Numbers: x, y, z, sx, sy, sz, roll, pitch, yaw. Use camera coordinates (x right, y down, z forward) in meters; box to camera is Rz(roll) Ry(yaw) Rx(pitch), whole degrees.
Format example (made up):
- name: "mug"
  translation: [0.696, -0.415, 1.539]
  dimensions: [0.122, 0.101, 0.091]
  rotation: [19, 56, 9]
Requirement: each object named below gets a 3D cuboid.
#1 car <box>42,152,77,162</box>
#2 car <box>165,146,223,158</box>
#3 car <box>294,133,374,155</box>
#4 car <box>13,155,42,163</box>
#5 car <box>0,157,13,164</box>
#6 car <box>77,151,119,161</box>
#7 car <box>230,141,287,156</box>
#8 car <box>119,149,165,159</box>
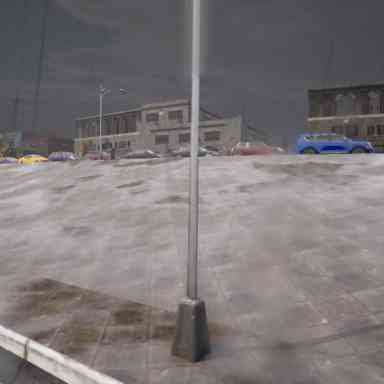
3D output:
- name: "car"
  translation: [-14.278, -3.792, 37.737]
  dimensions: [4.553, 1.767, 2.185]
  rotation: [1, 1, 30]
- name: "car"
  translation: [0.443, -3.358, 29.932]
  dimensions: [4.892, 1.521, 2.231]
  rotation: [1, 1, 27]
- name: "car"
  translation: [10.644, -3.342, 25.192]
  dimensions: [5.566, 2.045, 2.435]
  rotation: [2, 1, 24]
- name: "car"
  translation: [-19.043, -3.768, 40.533]
  dimensions: [5.008, 1.535, 2.097]
  rotation: [1, 1, 32]
- name: "car"
  translation: [-23.767, -3.831, 43.443]
  dimensions: [4.674, 1.452, 2.002]
  rotation: [1, 1, 33]
- name: "car"
  translation: [-9.273, -3.532, 34.957]
  dimensions: [4.792, 1.488, 2.163]
  rotation: [1, 1, 29]
- name: "car"
  translation: [5.534, -3.361, 27.510]
  dimensions: [4.553, 1.767, 2.185]
  rotation: [1, 1, 25]
- name: "car"
  translation: [-4.399, -3.420, 32.370]
  dimensions: [4.674, 1.452, 2.002]
  rotation: [1, 1, 28]
